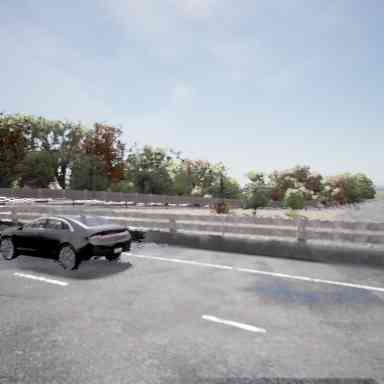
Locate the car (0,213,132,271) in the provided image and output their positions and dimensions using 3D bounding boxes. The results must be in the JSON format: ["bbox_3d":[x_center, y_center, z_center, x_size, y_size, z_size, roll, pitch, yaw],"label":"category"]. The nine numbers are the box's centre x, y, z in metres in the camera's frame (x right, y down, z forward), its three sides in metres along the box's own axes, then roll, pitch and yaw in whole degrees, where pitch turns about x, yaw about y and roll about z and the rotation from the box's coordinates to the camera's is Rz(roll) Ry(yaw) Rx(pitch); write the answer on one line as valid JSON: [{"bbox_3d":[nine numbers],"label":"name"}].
[{"bbox_3d":[-4.160,1.430,10.619,4.902,1.511,2.128,0,0,31],"label":"car"}]
